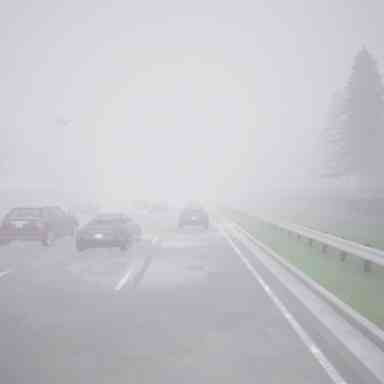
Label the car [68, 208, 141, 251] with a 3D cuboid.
[{"bbox_3d":[-3.397,1.584,14.155,1.994,1.385,4.181,0,0,0],"label":"car"}]

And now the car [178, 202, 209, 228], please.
[{"bbox_3d":[0.106,1.595,22.769,1.994,1.385,4.181,0,0,0],"label":"car"}]

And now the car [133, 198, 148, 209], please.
[{"bbox_3d":[-6.888,1.554,45.881,2.128,1.511,4.902,0,0,0],"label":"car"}]

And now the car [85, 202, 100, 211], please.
[{"bbox_3d":[-10.391,1.645,32.363,1.895,1.301,4.718,0,0,0],"label":"car"}]

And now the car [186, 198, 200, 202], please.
[{"bbox_3d":[0.112,1.555,47.339,2.128,1.511,4.902,0,0,0],"label":"car"}]

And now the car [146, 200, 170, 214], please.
[{"bbox_3d":[-3.390,1.649,35.226,1.895,1.301,4.718,0,0,0],"label":"car"}]

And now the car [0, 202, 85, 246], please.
[{"bbox_3d":[-6.894,1.373,15.402,2.097,1.767,4.553,0,0,0],"label":"car"}]
